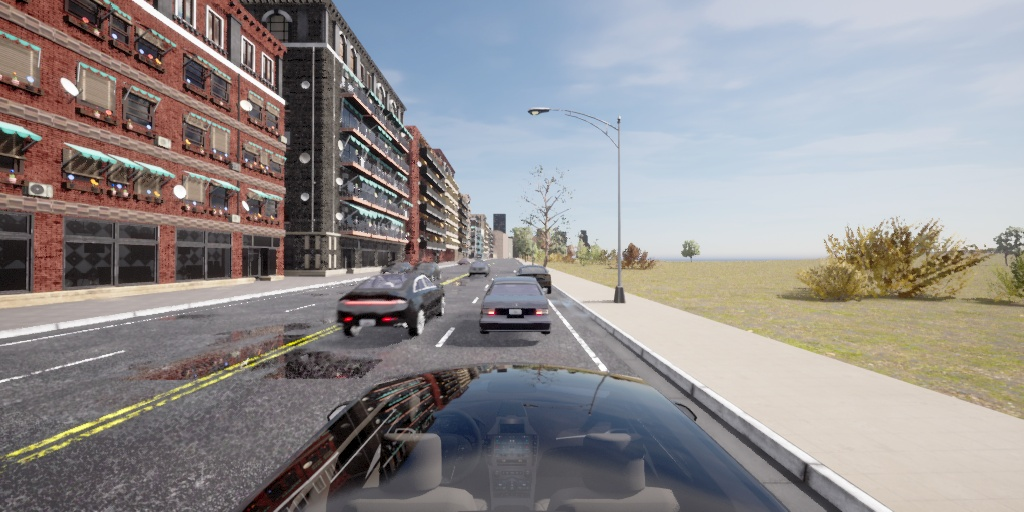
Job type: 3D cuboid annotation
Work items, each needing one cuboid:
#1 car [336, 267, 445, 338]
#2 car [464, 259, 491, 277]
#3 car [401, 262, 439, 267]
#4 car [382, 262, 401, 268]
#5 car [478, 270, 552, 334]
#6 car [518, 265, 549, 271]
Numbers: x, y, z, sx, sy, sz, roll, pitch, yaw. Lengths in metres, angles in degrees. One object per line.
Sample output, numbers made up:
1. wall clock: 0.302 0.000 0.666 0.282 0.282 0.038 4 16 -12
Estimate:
1. car: -3.158 1.242 10.256 2.128 1.511 4.902 0 0 0
2. car: -3.175 1.299 35.544 2.033 1.411 5.357 0 0 0
3. car: -6.625 1.256 27.387 1.837 1.490 4.892 0 0 0
4. car: -9.878 1.256 30.985 1.837 1.490 4.892 0 0 0
5. car: 0.094 1.299 10.553 2.033 1.411 5.357 0 0 0
6. car: 1.120 1.230 20.316 1.882 1.535 5.008 0 0 0
